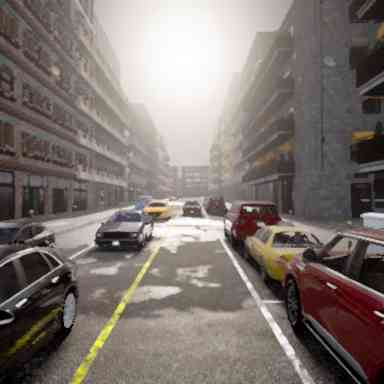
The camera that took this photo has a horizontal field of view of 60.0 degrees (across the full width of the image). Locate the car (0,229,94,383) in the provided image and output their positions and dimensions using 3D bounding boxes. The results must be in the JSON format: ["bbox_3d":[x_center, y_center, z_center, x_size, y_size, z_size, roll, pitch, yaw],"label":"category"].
[{"bbox_3d":[-2.849,1.502,3.921,1.837,1.490,4.892,0,0,0],"label":"car"}]

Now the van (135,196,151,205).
[{"bbox_3d":[-5.294,1.350,37.130,1.690,1.788,3.998,1,0,0],"label":"van"}]

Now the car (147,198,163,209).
[{"bbox_3d":[-5.296,1.571,48.087,1.752,1.417,4.829,1,0,0],"label":"car"}]

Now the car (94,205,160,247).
[{"bbox_3d":[-2.844,1.533,15.100,2.033,1.411,5.357,0,0,0],"label":"car"}]

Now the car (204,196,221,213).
[{"bbox_3d":[2.585,1.322,37.164,2.192,1.841,5.009,1,0,0],"label":"car"}]

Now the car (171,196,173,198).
[{"bbox_3d":[-5.289,1.760,92.600,1.752,1.417,4.829,1,0,0],"label":"car"}]

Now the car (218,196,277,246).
[{"bbox_3d":[2.584,1.299,14.930,2.192,1.841,5.009,1,0,0],"label":"car"}]

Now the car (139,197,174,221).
[{"bbox_3d":[-2.824,1.468,27.635,1.882,1.535,5.008,0,0,0],"label":"car"}]

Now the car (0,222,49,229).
[{"bbox_3d":[-5.300,1.557,9.323,1.947,1.339,4.313,1,0,0],"label":"car"}]

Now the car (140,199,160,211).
[{"bbox_3d":[-5.297,1.578,42.695,2.008,1.369,4.403,1,0,0],"label":"car"}]

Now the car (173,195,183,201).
[{"bbox_3d":[-2.738,1.435,78.402,1.837,1.490,4.892,0,0,0],"label":"car"}]

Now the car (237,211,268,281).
[{"bbox_3d":[2.581,1.514,9.535,1.752,1.417,4.829,1,0,0],"label":"car"}]

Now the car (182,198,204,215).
[{"bbox_3d":[0.006,1.602,34.015,1.895,1.301,4.718,0,0,0],"label":"car"}]

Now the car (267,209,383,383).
[{"bbox_3d":[2.583,1.312,3.806,2.192,1.841,5.009,1,0,0],"label":"car"}]

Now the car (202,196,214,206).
[{"bbox_3d":[2.759,1.541,58.322,1.801,1.575,5.366,0,0,0],"label":"car"}]

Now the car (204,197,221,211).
[{"bbox_3d":[2.584,1.466,42.728,1.967,1.590,4.097,1,0,0],"label":"car"}]

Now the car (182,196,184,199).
[{"bbox_3d":[0.026,1.601,45.877,1.994,1.385,4.181,0,0,0],"label":"car"}]
